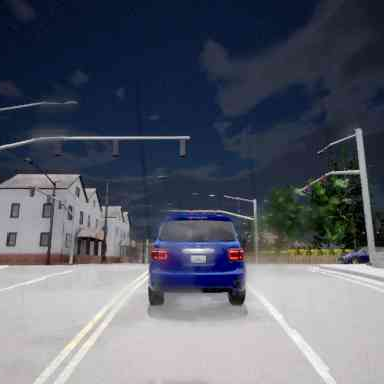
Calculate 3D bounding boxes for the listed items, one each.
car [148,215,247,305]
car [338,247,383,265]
[{"bbox_3d":[0.074,1.760,9.291,2.150,2.045,5.566,0,-7,-1],"label":"car"},{"bbox_3d":[15.414,5.657,29.600,4.553,1.767,2.097,0,-12,1],"label":"car"}]
